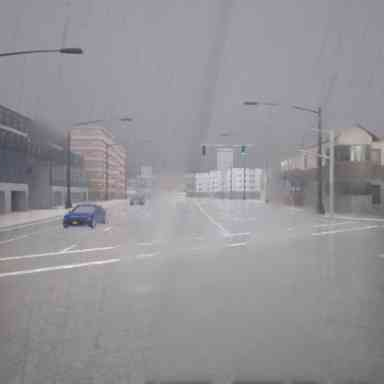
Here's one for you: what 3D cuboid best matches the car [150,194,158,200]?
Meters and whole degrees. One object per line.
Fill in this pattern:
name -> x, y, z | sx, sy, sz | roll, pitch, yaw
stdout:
car -> -8.499, 1.120, 72.918 | 2.033, 1.411, 5.357 | 0, 0, -2

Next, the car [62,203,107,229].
car -> -7.011, 1.548, 22.209 | 1.882, 1.535, 5.008 | 0, 0, -2

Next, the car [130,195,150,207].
car -> -7.762, 1.253, 47.856 | 2.128, 1.511, 4.902 | 0, 1, -2
